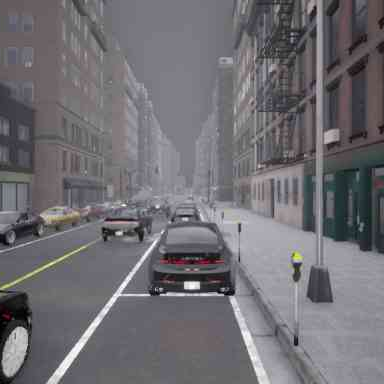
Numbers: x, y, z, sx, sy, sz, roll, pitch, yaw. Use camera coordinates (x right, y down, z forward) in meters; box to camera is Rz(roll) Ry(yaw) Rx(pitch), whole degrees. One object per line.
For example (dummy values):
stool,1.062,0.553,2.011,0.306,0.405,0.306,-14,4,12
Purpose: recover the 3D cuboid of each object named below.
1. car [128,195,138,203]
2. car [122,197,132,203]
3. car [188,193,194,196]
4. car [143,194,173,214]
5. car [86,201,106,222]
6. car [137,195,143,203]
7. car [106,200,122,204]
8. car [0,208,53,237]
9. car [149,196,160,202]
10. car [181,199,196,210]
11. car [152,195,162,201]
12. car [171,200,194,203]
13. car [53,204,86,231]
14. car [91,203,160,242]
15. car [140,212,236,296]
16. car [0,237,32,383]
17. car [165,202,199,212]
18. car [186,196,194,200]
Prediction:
car,-8.408,1.302,47.845,2.192,1.841,5.009,0,0,0
car,-8.408,1.545,37.020,2.008,1.369,4.403,0,0,0
car,-0.382,1.396,90.663,1.967,1.590,4.097,0,0,0
car,-3.001,1.349,31.141,2.097,1.767,4.553,0,0,0
car,-8.408,1.581,26.194,1.802,1.307,4.206,0,0,0
car,-5.788,1.481,46.268,2.128,1.511,4.902,0,0,0
car,-8.408,1.548,31.607,2.008,1.369,4.403,0,0,0
car,-8.408,1.566,15.368,1.947,1.339,4.313,0,0,0
car,-8.408,1.521,74.308,2.008,1.369,4.403,0,0,0
car,-0.383,1.573,42.423,1.802,1.307,4.206,0,0,0
car,-8.408,1.510,79.763,1.887,1.381,4.507,0,0,0
car,-0.383,1.565,26.185,1.947,1.339,4.313,0,0,0
car,-8.408,1.525,20.611,1.752,1.417,4.829,0,0,0
car,-3.002,1.493,16.226,2.128,1.511,4.902,0,0,0
car,0.000,1.504,8.650,1.837,1.490,4.892,0,0,0
car,-3.019,1.477,2.355,1.882,1.535,5.008,0,0,0
car,-0.383,1.566,20.772,1.947,1.339,4.313,0,0,0
car,-0.383,1.519,37.181,1.752,1.417,4.829,0,0,0
